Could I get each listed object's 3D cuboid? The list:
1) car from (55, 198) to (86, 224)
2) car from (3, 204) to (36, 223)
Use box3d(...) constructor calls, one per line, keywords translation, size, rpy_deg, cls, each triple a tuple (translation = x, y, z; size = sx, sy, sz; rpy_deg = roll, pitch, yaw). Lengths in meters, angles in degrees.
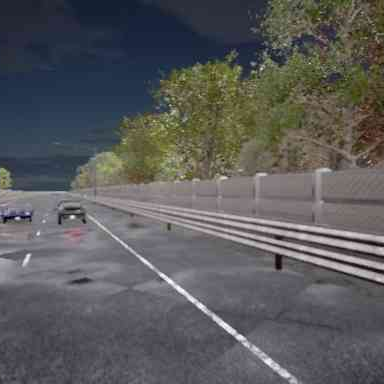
box3d(translation=(-8.851, 1.418, 24.402), size=(1.837, 1.490, 4.892), rpy_deg=(0, 0, -22), cls="car")
box3d(translation=(-12.894, 1.521, 25.093), size=(1.895, 1.301, 4.718), rpy_deg=(0, 0, -22), cls="car")
